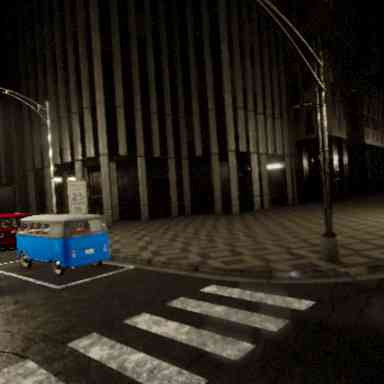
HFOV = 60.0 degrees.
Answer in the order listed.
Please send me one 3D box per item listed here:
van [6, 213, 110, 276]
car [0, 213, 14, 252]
[{"bbox_3d":[-4.528,1.670,11.372,3.998,1.788,1.690,-4,0,41],"label":"van"},{"bbox_3d":[-8.785,1.928,15.064,5.009,1.841,2.192,-4,0,41],"label":"car"}]
